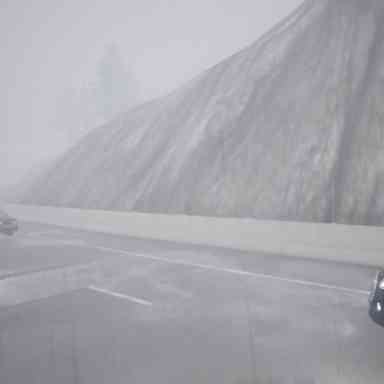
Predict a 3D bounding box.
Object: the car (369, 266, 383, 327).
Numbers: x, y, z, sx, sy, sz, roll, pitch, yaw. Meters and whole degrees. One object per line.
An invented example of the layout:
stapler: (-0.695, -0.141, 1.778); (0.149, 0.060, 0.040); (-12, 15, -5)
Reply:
car: (5.108, 1.368, 4.732); (4.553, 1.767, 2.097); (0, 0, 35)

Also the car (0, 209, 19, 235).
car: (-11.110, 1.573, 17.792); (5.357, 1.411, 2.033); (0, 0, 43)
